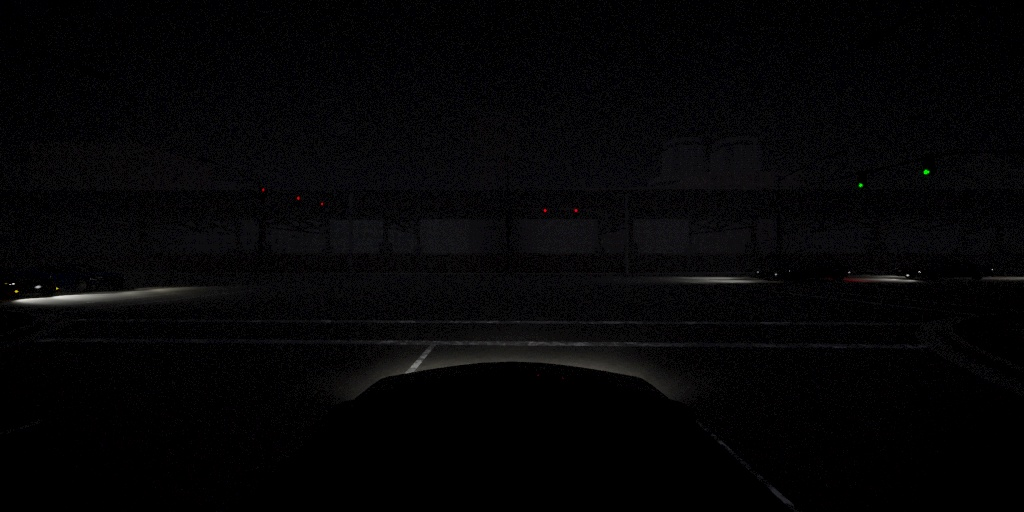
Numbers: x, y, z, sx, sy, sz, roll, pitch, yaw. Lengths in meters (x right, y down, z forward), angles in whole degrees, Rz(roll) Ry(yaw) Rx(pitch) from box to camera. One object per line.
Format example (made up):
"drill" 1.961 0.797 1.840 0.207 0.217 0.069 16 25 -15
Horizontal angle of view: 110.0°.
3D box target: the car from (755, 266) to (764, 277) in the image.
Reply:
"car" 23.117 1.056 30.046 4.902 1.511 2.128 -1 0 2

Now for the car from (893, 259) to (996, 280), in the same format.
"car" 31.768 1.010 26.315 5.357 1.411 2.033 -1 0 1

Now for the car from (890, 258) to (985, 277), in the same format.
"car" 35.120 0.959 29.726 5.357 1.411 2.033 -1 0 2

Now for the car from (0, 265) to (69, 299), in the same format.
"car" -24.541 1.296 17.112 4.181 1.385 1.994 0 0 2

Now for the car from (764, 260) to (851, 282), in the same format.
"car" 22.060 1.070 26.566 4.902 1.511 2.128 -1 0 1

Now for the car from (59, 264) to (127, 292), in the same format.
"car" -25.190 1.204 20.633 5.008 1.535 1.882 0 0 2
